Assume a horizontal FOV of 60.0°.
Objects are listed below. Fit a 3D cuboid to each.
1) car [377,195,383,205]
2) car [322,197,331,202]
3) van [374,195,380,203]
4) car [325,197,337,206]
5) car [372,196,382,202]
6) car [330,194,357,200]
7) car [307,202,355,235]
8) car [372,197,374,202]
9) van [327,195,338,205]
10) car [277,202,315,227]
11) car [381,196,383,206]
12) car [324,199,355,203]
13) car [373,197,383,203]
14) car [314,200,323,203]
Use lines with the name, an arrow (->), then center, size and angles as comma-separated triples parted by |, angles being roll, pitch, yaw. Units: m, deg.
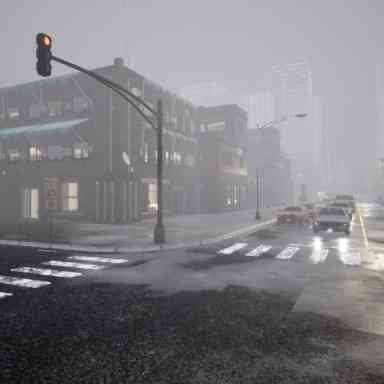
car -> 31.774, 1.639, 54.240 | 1.802, 1.307, 4.206 | 0, 0, 26
car -> 14.443, 1.550, 37.936 | 1.752, 1.417, 4.829 | 0, 0, 26
van -> 36.641, 1.419, 64.163 | 1.690, 1.788, 3.998 | 0, 0, 26
car -> 24.175, 1.581, 57.778 | 1.752, 1.417, 4.829 | 0, 0, 26
car -> 43.941, 1.680, 79.045 | 1.947, 1.339, 4.313 | 0, 0, 26
car -> 17.126, 1.247, 37.298 | 2.150, 2.045, 5.566 | 0, 0, 26
car -> 8.215, 1.555, 19.338 | 2.033, 1.411, 5.357 | 0, 0, 26
car -> 39.149, 1.615, 69.275 | 1.752, 1.417, 4.829 | 0, 0, 26
van -> 26.684, 1.408, 62.892 | 1.690, 1.788, 3.998 | 0, 0, 26
car -> 7.141, 1.554, 23.248 | 1.887, 1.381, 4.507 | 0, 0, 26
car -> 26.908, 1.590, 44.320 | 2.008, 1.369, 4.403 | 0, 0, 26
car -> 12.395, 1.541, 27.807 | 1.812, 1.442, 4.674 | 0, 0, 26
car -> 41.507, 1.684, 74.083 | 1.802, 1.307, 4.206 | 0, 0, 26
car -> 9.651, 1.580, 28.167 | 1.947, 1.339, 4.313 | 0, 0, 26
